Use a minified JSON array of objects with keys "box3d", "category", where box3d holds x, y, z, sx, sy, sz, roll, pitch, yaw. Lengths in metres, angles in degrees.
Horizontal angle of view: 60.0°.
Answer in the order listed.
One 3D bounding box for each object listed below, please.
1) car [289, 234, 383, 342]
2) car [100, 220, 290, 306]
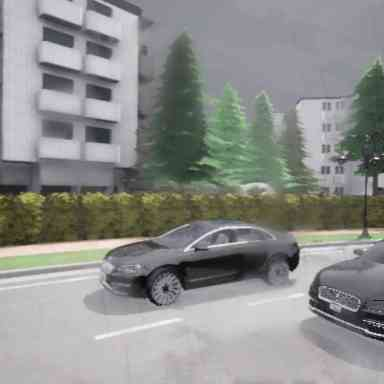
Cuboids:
[{"box3d":[4.349,1.514,6.007,4.892,1.490,1.837,1,0,-25],"category":"car"},{"box3d":[0.377,1.447,7.875,4.902,1.511,2.128,1,0,-28],"category":"car"}]
